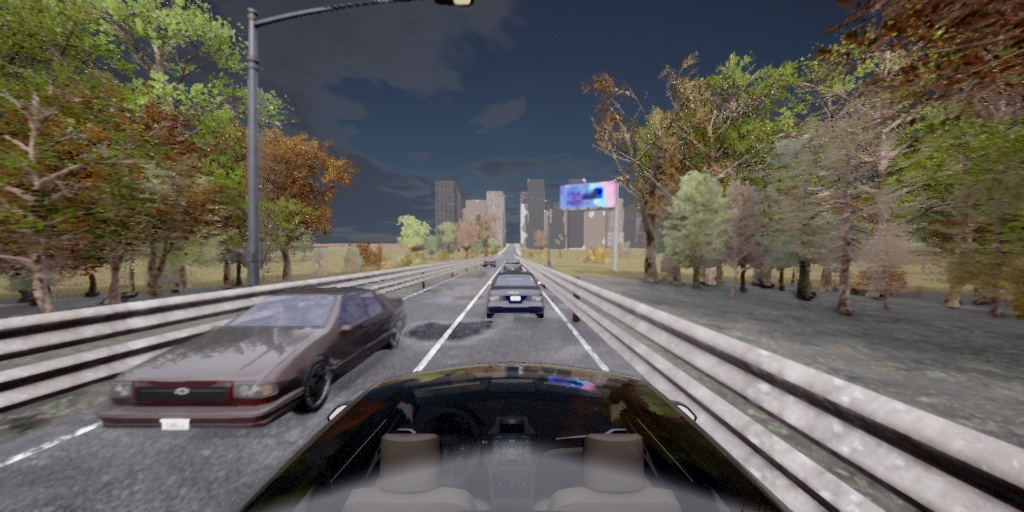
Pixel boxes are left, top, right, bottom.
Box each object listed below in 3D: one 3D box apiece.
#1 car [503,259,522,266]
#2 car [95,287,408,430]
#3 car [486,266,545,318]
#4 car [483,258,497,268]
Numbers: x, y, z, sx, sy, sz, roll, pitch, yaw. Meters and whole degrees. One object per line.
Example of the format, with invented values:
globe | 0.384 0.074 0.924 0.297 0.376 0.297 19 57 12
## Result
car | 0.074 1.053 36.988 2.128 1.511 4.902 0 0 0
car | -3.351 1.273 6.226 2.033 1.411 5.357 0 0 0
car | 0.097 1.239 12.694 2.033 1.411 5.357 0 0 0
car | -3.295 1.019 53.802 2.033 1.411 5.357 0 0 0
